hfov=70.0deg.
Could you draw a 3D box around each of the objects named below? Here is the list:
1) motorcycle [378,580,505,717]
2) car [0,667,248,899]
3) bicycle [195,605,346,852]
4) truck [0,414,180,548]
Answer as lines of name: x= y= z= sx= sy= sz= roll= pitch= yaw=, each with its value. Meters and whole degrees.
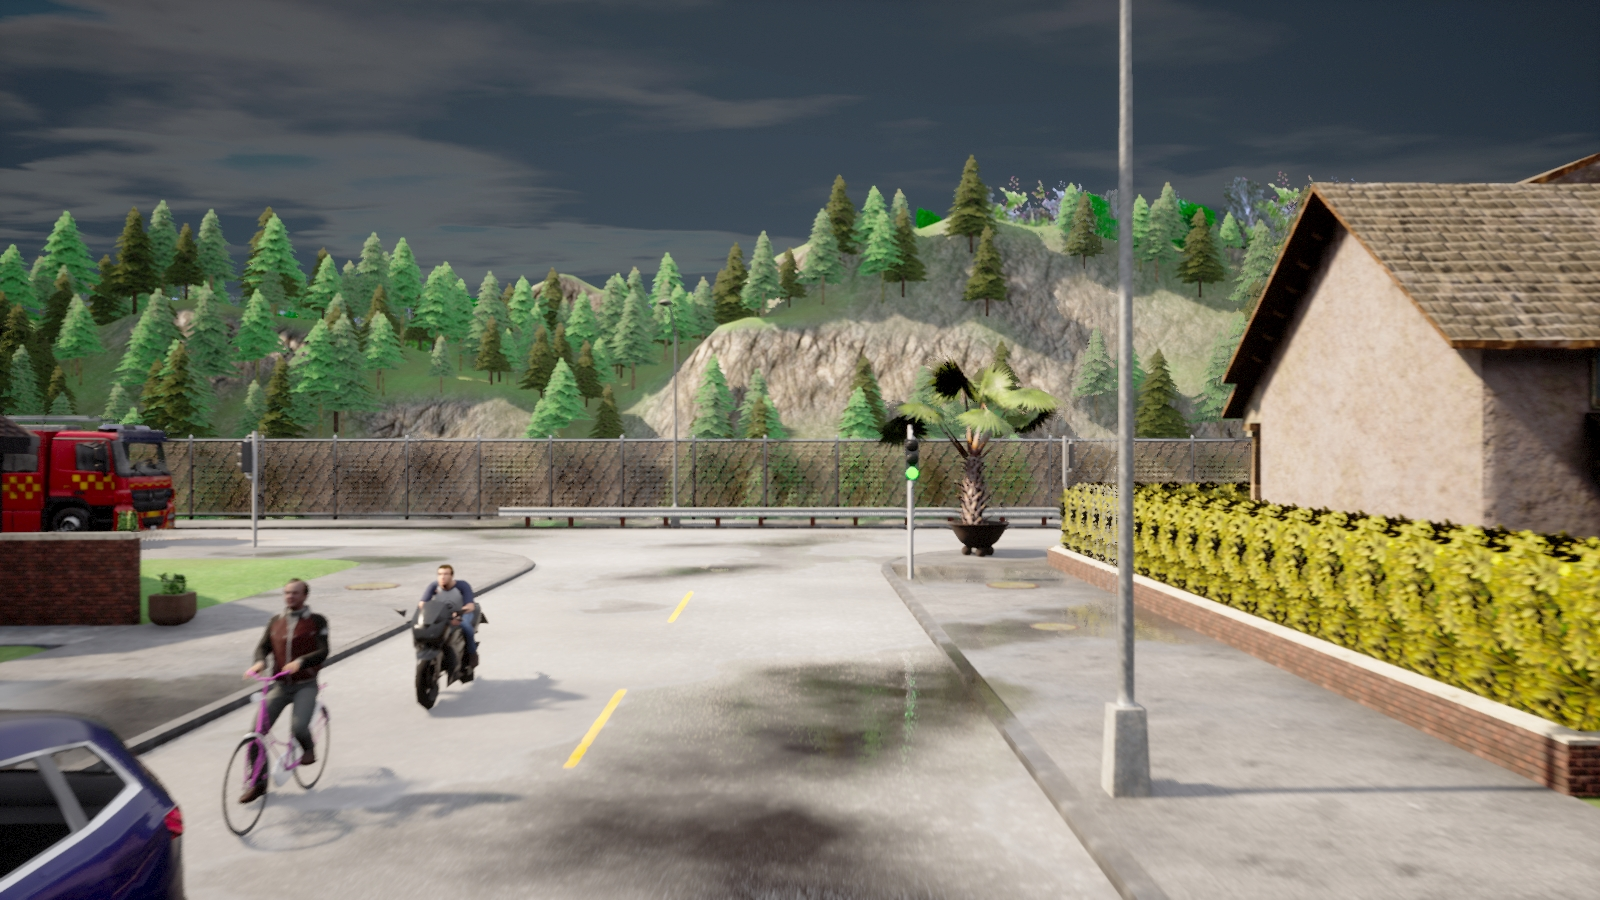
motorcycle: x=-4.009 y=2.186 z=12.952 sx=0.803 sy=1.199 sz=2.033 roll=0 pitch=0 yaw=0
car: x=-3.975 y=1.967 z=3.643 sx=2.242 sy=1.667 sz=4.611 roll=0 pitch=0 yaw=-1
bicycle: x=-4.046 y=2.060 z=8.860 sx=0.329 sy=1.471 sz=1.835 roll=0 pitch=0 yaw=-1
truck: x=-23.636 y=0.890 z=34.270 sx=8.468 sy=3.827 sz=2.891 roll=0 pitch=0 yaw=-1
